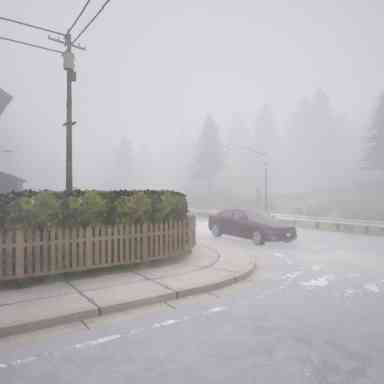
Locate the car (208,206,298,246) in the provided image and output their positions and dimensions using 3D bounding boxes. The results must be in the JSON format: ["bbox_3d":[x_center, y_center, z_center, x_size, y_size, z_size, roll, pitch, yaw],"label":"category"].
[{"bbox_3d":[2.699,1.478,15.754,1.882,1.535,5.008,0,0,-30],"label":"car"}]
